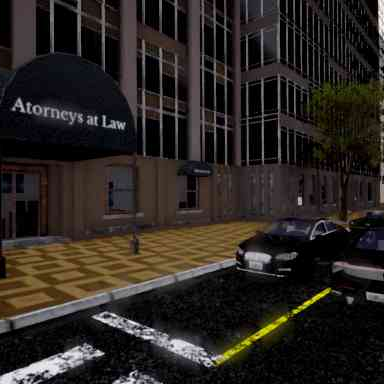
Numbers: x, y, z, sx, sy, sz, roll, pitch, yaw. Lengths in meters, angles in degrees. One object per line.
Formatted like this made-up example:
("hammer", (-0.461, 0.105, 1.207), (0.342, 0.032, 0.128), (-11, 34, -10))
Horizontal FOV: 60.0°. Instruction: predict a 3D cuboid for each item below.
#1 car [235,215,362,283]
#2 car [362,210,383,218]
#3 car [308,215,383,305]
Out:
("car", (3.172, 1.523, 9.945), (2.128, 1.511, 4.902), (-1, 0, 41))
("car", (9.936, 1.636, 17.696), (1.895, 1.301, 4.718), (-1, -1, 41))
("car", (4.587, 1.496, 7.232), (2.128, 1.511, 4.902), (-1, 0, 41))
